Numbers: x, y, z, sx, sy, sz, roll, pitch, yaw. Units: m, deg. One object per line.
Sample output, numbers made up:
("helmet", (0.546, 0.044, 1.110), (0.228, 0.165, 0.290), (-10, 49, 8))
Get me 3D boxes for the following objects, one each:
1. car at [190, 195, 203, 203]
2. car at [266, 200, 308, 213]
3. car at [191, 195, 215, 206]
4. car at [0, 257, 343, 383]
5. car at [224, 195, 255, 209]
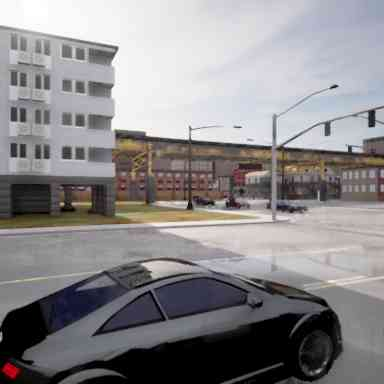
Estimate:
("car", (0.936, 1.433, 69.414), (2.097, 1.767, 4.553), (0, 0, 10))
("car", (10.663, 1.618, 37.819), (2.033, 1.411, 5.357), (0, 0, -25))
("car", (2.157, 1.627, 56.271), (2.033, 1.411, 5.357), (0, 0, -20))
("car", (-0.097, 1.569, 4.183), (4.181, 1.385, 1.994), (0, 0, -30))
("car", (6.361, 1.600, 46.907), (1.812, 1.442, 4.674), (0, 0, -25))
